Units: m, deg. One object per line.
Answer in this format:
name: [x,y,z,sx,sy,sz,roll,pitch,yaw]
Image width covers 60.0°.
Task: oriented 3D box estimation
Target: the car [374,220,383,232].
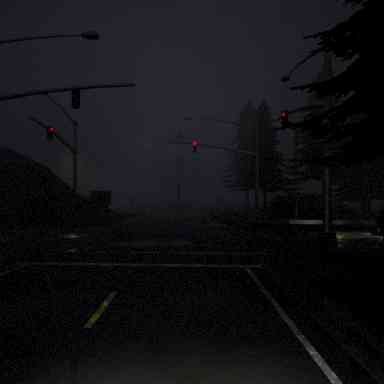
car: [14.214,1.864,21.230,4.553,1.767,2.097,0,-1,0]
